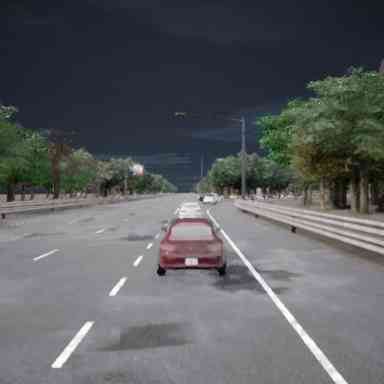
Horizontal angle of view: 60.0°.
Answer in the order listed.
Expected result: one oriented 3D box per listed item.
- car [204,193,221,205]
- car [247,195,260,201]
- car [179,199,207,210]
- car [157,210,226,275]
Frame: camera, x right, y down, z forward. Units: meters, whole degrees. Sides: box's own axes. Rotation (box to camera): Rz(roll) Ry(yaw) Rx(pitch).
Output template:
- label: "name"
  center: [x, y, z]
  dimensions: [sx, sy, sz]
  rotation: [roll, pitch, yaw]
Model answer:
- label: "car"
  center: [3.673, 1.206, 58.809]
  dimensions: [2.150, 2.045, 5.566]
  rotation: [0, 0, 17]
- label: "car"
  center: [15.382, 1.450, 83.011]
  dimensions: [1.812, 1.442, 4.674]
  rotation: [0, 0, 35]
- label: "car"
  center: [-0.042, 1.531, 26.119]
  dimensions: [1.812, 1.442, 4.674]
  rotation: [0, 0, 0]
- label: "car"
  center: [-0.013, 1.525, 10.365]
  dimensions: [1.812, 1.442, 4.674]
  rotation: [0, 0, 0]
